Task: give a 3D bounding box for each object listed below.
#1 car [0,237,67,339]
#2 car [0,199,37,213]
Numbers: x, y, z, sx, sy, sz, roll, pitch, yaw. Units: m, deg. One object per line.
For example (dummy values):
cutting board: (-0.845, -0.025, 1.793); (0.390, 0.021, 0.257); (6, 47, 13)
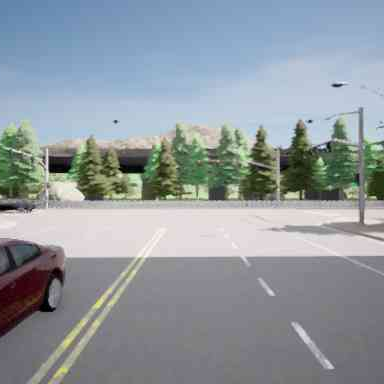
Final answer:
car: (-3.547, 1.479, 4.892); (1.882, 1.535, 5.008); (0, 0, 0)
car: (-19.238, 1.448, 35.632); (4.902, 1.511, 2.128); (0, 0, 2)
